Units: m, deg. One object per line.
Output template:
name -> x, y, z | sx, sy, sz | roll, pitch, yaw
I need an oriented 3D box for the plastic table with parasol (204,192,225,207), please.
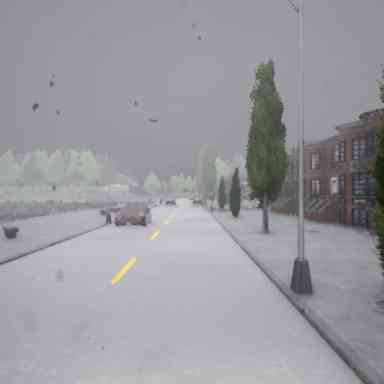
plastic table with parasol -> 3.803, 1.221, 56.907 | 2.482, 2.480, 2.482 | 0, 0, -40

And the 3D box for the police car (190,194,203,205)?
police car -> 1.153, 1.795, 65.778 | 1.930, 1.638, 5.238 | 0, 0, 0

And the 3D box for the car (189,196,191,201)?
car -> 1.081, 1.633, 81.699 | 2.150, 2.045, 5.566 | -3, 0, 0

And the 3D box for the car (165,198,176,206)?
car -> -4.066, 1.837, 64.281 | 1.882, 1.535, 5.008 | 0, 0, 0

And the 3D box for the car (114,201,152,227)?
car -> -4.115, 1.487, 23.865 | 2.097, 1.767, 4.553 | 0, 0, 0

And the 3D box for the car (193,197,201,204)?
car -> 1.146, 1.930, 75.667 | 1.837, 1.490, 4.892 | 0, 0, 0
